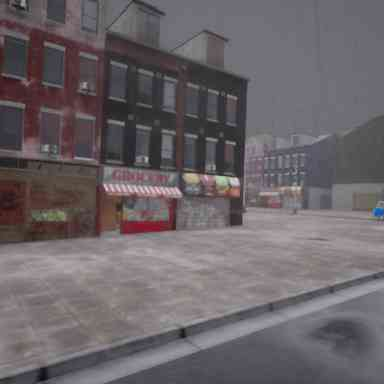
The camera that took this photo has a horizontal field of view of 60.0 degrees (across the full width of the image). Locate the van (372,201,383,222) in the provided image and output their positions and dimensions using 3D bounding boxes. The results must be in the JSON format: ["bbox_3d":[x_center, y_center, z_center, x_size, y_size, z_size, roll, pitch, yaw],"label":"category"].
[{"bbox_3d":[17.408,1.681,27.864,1.690,1.788,3.998,3,-2,-35],"label":"van"}]
